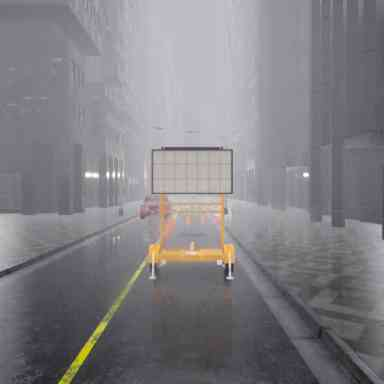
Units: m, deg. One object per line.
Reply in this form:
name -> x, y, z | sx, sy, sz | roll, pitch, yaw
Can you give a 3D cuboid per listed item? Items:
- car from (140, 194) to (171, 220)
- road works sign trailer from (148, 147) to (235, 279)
car -> -3.007, 1.197, 28.187 | 2.150, 2.045, 5.566 | 0, 0, 0
road works sign trailer -> 0.006, 0.459, 9.993 | 2.380, 3.560, 2.880 | 0, 0, 1
